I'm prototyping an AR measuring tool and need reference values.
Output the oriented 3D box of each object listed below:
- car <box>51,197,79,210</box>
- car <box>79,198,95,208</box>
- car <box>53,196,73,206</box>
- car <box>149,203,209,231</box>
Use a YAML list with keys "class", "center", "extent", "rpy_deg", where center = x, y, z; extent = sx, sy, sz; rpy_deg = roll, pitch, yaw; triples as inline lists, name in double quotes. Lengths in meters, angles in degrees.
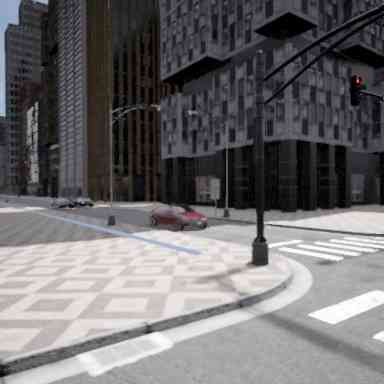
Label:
- class: "car"
  center: [-16.301, 1.432, 41.718]
  extent: [2.033, 1.411, 5.357]
  rpy_deg: [-1, 0, -35]
- class: "car"
  center: [-14.862, 1.457, 45.056]
  extent: [1.895, 1.301, 4.718]
  rpy_deg: [-1, 0, -35]
- class: "car"
  center: [-20.633, 1.414, 53.068]
  extent: [1.994, 1.385, 4.181]
  rpy_deg: [-1, 0, -35]
- class: "car"
  center: [-0.938, 1.436, 20.060]
  extent: [1.812, 1.442, 4.674]
  rpy_deg: [-1, 0, -35]
